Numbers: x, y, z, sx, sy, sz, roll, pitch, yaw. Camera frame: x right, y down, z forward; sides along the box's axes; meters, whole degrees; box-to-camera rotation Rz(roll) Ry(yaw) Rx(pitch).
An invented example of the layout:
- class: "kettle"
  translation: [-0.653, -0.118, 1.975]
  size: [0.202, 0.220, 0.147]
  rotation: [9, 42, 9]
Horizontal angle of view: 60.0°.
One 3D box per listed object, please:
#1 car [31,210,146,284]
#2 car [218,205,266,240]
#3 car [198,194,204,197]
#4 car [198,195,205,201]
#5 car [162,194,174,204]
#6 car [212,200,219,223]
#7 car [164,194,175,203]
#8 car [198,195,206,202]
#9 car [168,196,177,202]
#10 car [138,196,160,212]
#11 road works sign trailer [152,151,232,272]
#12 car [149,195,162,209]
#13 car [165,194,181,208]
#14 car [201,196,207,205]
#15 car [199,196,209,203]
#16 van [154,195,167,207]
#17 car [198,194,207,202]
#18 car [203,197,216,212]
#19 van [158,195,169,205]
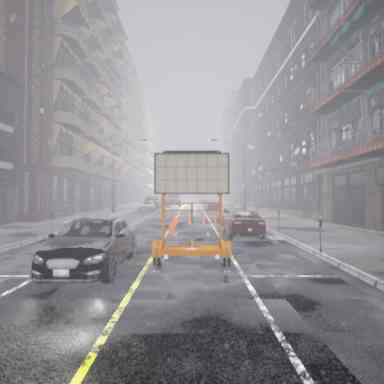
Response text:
- class: "car"
  translation: [-2.843, 1.498, 9.682]
  size: [2.128, 1.511, 4.902]
  rotation: [0, 0, 0]
- class: "car"
  translation: [2.597, 1.560, 17.069]
  size: [1.887, 1.381, 4.507]
  rotation: [1, 0, 0]
- class: "car"
  translation: [2.637, 1.691, 66.845]
  size: [1.887, 1.381, 4.507]
  rotation: [1, 0, 0]
- class: "car"
  translation: [2.627, 1.713, 94.502]
  size: [1.967, 1.590, 4.097]
  rotation: [1, 0, 0]
- class: "car"
  translation: [-5.233, 1.484, 72.444]
  size: [2.192, 1.841, 5.009]
  rotation: [1, 0, 0]
- class: "car"
  translation: [2.602, 1.549, 22.771]
  size: [1.752, 1.417, 4.829]
  rotation: [1, 0, 0]
- class: "car"
  translation: [-5.228, 1.508, 77.974]
  size: [2.192, 1.841, 5.009]
  rotation: [1, 0, 0]
- class: "car"
  translation: [2.633, 1.670, 61.315]
  size: [1.887, 1.381, 4.507]
  rotation: [1, 0, 0]
- class: "car"
  translation: [-5.226, 1.810, 89.036]
  size: [1.947, 1.339, 4.313]
  rotation: [1, 0, 0]
- class: "car"
  translation: [-5.265, 1.585, 39.091]
  size: [1.752, 1.417, 4.829]
  rotation: [2, 0, 0]
- class: "road works sign trailer"
  translation: [-0.002, 0.472, 10.752]
  size: [2.380, 3.560, 2.880]
  rotation: [0, 0, 0]
- class: "car"
  translation: [-5.255, 1.389, 44.793]
  size: [2.192, 1.841, 5.009]
  rotation: [2, 0, 0]
- class: "car"
  translation: [-2.806, 1.309, 50.147]
  size: [2.150, 2.045, 5.566]
  rotation: [0, 0, 0]
- class: "car"
  translation: [2.619, 1.624, 44.723]
  size: [2.008, 1.369, 4.403]
  rotation: [1, 0, 0]
- class: "car"
  translation: [2.652, 1.609, 72.377]
  size: [1.967, 1.590, 4.097]
  rotation: [1, 0, 0]
- class: "van"
  translation: [-5.246, 1.447, 55.851]
  size: [1.690, 1.788, 3.998]
  rotation: [2, 0, 0]
- class: "car"
  translation: [2.622, 1.532, 83.439]
  size: [2.192, 1.841, 5.009]
  rotation: [1, 0, 0]
- class: "car"
  translation: [2.615, 1.604, 39.191]
  size: [1.887, 1.381, 4.507]
  rotation: [1, 0, 0]
- class: "van"
  translation: [-5.243, 1.467, 61.383]
  size: [1.690, 1.788, 3.998]
  rotation: [1, 0, 0]
